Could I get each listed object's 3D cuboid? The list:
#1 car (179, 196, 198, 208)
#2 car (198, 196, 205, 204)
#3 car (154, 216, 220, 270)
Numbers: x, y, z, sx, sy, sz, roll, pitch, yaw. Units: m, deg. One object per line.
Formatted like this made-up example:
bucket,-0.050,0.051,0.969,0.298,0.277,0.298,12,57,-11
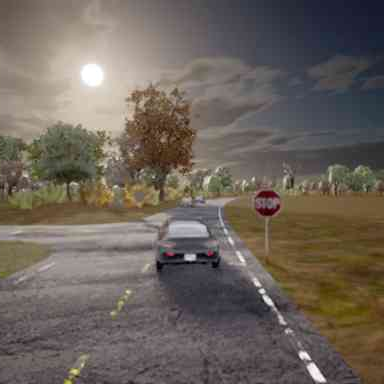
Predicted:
car,-0.637,1.521,47.084,1.812,1.442,4.674,0,0,6
car,1.417,1.525,64.199,1.812,1.442,4.674,0,0,8
car,-0.267,1.525,10.936,1.812,1.442,4.674,0,0,-6
